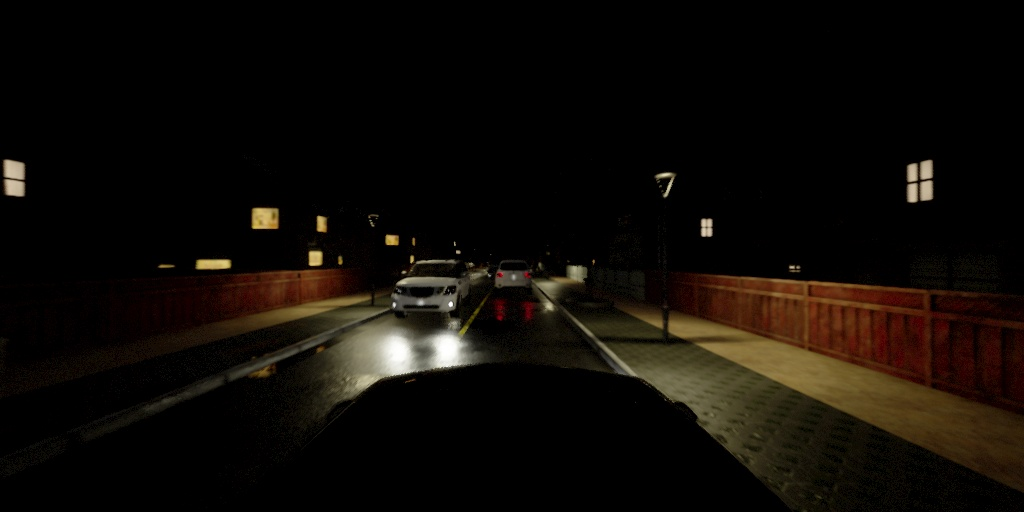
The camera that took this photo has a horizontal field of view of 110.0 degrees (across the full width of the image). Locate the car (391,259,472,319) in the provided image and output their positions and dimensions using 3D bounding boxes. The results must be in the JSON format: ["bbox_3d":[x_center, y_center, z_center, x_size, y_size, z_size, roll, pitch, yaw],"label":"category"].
[{"bbox_3d":[-2.847,1.139,13.982,2.150,2.045,5.566,0,-1,0],"label":"car"}]

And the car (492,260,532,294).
[{"bbox_3d":[0.100,1.259,22.720,2.150,2.045,5.566,0,-1,0],"label":"car"}]

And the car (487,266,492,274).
[{"bbox_3d":[-2.789,2.034,56.500,2.033,1.411,5.357,0,-1,1],"label":"car"}]
